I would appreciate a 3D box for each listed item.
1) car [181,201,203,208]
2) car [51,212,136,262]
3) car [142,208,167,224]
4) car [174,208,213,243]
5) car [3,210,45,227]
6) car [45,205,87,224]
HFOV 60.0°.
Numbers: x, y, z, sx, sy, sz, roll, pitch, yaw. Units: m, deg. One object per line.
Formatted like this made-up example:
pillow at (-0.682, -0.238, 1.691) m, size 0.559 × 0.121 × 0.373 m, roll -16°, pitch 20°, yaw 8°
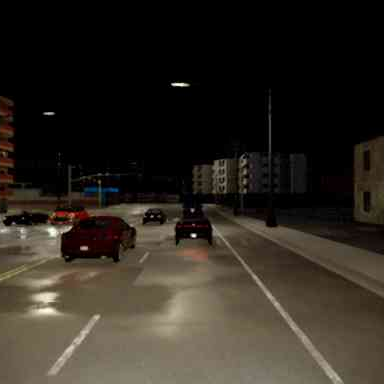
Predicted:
car at (0.055, 2.031, 36.032) m, size 2.150 × 2.045 × 5.566 m, roll 0°, pitch -2°, yaw 0°
car at (-3.415, 1.684, 13.003) m, size 1.882 × 1.535 × 5.008 m, roll 0°, pitch -1°, yaw 0°
car at (-3.440, 2.231, 31.165) m, size 2.033 × 1.411 × 5.357 m, roll 0°, pitch -2°, yaw 0°
car at (0.078, 1.838, 17.899) m, size 1.837 × 1.490 × 4.892 m, roll 0°, pitch -2°, yaw 0°
car at (-14.135, 2.217, 28.579) m, size 1.895 × 1.301 × 4.718 m, roll 0°, pitch -2°, yaw 0°
car at (-10.634, 1.982, 29.134) m, size 2.097 × 1.767 × 4.553 m, roll 0°, pitch -2°, yaw 0°
